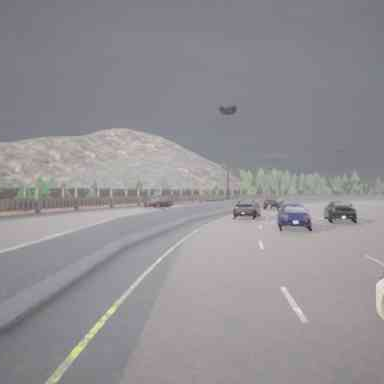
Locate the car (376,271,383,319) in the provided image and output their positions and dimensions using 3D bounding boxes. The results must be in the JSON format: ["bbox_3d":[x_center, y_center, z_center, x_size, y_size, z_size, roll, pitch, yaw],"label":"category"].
[{"bbox_3d":[3.739,1.217,2.530,2.150,2.045,5.566,0,0,1],"label":"car"}]

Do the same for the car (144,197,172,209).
[{"bbox_3d":[-4.423,1.404,43.618,1.882,1.535,5.008,0,0,25],"label":"car"}]

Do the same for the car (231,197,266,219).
[{"bbox_3d":[4.756,1.443,28.203,2.128,1.511,4.902,0,0,18],"label":"car"}]

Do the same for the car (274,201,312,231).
[{"bbox_3d":[6.237,1.491,20.530,1.812,1.442,4.674,0,0,13],"label":"car"}]

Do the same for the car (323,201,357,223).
[{"bbox_3d":[11.148,1.463,25.145,1.837,1.490,4.892,0,0,17],"label":"car"}]

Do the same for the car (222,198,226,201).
[{"bbox_3d":[6.974,1.462,50.512,2.033,1.411,5.357,0,0,31],"label":"car"}]

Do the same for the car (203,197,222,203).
[{"bbox_3d":[3.579,1.460,51.663,2.033,1.411,5.357,0,0,30],"label":"car"}]

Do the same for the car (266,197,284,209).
[{"bbox_3d":[10.379,1.432,41.886,1.837,1.490,4.892,0,-1,27],"label":"car"}]
